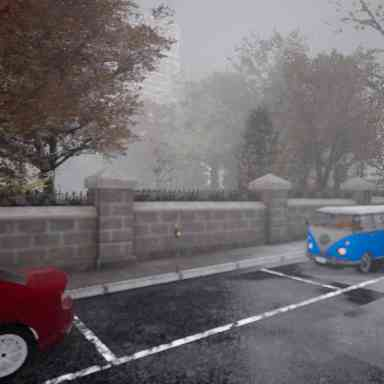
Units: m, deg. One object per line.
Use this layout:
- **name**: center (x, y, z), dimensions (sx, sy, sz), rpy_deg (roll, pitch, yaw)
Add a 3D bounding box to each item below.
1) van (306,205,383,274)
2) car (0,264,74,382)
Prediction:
- **van**: center (5.235, 1.329, 10.285), dimensions (3.998, 1.788, 1.690), rpy_deg (0, 1, -35)
- **car**: center (-3.755, 1.547, 3.866), dimensions (4.507, 1.381, 1.887), rpy_deg (0, 1, -35)
